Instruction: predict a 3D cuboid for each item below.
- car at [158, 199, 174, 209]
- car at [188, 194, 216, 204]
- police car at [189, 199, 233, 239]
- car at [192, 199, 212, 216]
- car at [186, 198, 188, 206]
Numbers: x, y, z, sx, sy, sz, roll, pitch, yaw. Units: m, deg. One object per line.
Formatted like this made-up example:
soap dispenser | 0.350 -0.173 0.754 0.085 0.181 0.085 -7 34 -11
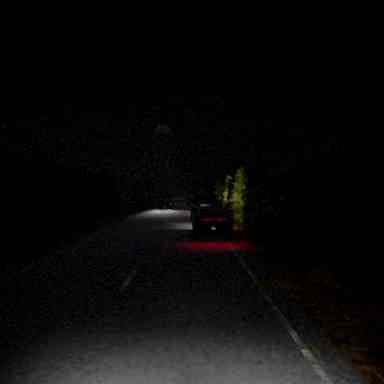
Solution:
car | -3.304 1.525 42.622 1.895 1.301 4.718 0 0 0
car | 0.953 1.172 27.214 2.150 2.045 5.566 0 0 0
police car | 0.955 1.394 17.294 1.930 1.638 5.238 0 0 0
car | 0.951 1.467 33.184 1.812 1.442 4.674 0 0 0
car | -0.014 1.452 53.538 2.033 1.411 5.357 0 0 0
